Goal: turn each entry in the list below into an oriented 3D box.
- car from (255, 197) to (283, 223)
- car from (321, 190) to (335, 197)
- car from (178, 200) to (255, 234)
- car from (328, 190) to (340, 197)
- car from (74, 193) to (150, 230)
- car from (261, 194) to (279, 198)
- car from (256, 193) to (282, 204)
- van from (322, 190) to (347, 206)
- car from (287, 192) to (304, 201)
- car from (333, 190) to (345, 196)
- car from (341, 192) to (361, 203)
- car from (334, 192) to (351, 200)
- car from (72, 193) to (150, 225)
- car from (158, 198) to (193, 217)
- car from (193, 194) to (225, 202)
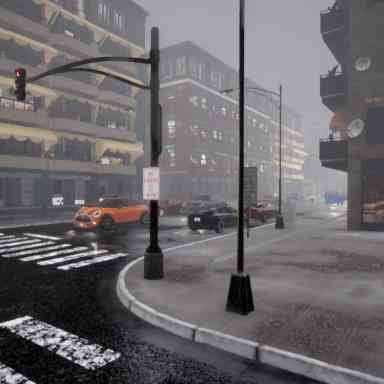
[{"bbox_3d":[4.659,1.283,22.480,1.802,1.307,4.206,2,2,35],"label":"car"},{"bbox_3d":[29.857,0.379,72.905,1.887,1.381,4.507,2,2,35],"label":"car"},{"bbox_3d":[1.456,1.348,17.922,1.947,1.339,4.313,2,2,35],"label":"car"},{"bbox_3d":[33.060,0.337,77.463,1.802,1.307,4.206,2,2,35],"label":"car"},{"bbox_3d":[-4.560,1.121,19.449,2.097,1.767,4.553,1,1,35],"label":"car"},{"bbox_3d":[8.777,1.035,38.406,1.895,1.301,4.718,1,1,36],"label":"car"},{"bbox_3d":[10.638,0.881,45.560,1.947,1.339,4.313,2,2,35],"label":"car"},{"bbox_3d":[17.474,0.721,40.705,1.690,1.788,3.998,2,2,35],"label":"van"},{"bbox_3d":[17.044,0.720,54.675,1.947,1.339,4.313,2,2,35],"label":"car"},{"bbox_3d":[36.263,0.257,82.020,1.802,1.307,4.206,2,2,35],"label":"car"},{"bbox_3d":[23.878,0.764,49.824,1.887,1.381,4.507,2,2,35],"label":"car"},{"bbox_3d":[25.914,0.696,57.244,1.895,1.301,4.718,1,1,35],"label":"car"},{"bbox_3d":[-5.375,1.032,22.766,2.192,1.841,5.009,2,2,35],"label":"car"},{"bbox_3d":[-2.174,1.181,27.330,1.887,1.381,4.507,2,2,35],"label":"car"},{"bbox_3d":[1.162,0.977,27.592,2.097,1.767,4.553,1,1,35],"label":"car"}]
